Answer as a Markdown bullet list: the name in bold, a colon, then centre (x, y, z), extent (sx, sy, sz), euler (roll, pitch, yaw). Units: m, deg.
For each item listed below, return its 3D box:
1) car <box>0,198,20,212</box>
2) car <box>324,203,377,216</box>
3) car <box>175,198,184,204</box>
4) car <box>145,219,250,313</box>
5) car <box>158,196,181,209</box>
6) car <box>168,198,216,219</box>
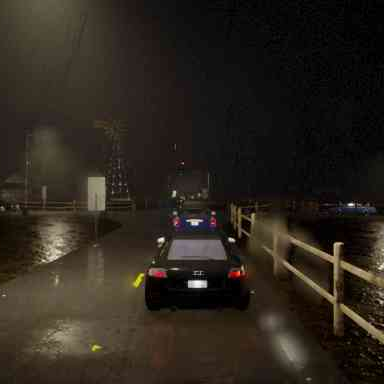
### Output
- **car**: centre (-20.263, 1.292, 34.124), extent (4.892, 1.490, 1.837), euler (1, -2, 0)
- **car**: centre (17.898, 1.951, 37.702), extent (5.357, 1.411, 2.033), euler (1, -2, 0)
- **car**: centre (-2.652, 1.898, 72.093), extent (1.895, 1.301, 4.718), euler (0, 0, 0)
- **car**: centre (0.108, 1.573, 7.785), extent (1.994, 1.385, 4.181), euler (0, 0, 0)
- **car**: centre (-3.351, 1.620, 47.489), extent (1.882, 1.535, 5.008), euler (0, 0, 9)
- **car**: centre (0.118, 1.380, 16.428), extent (2.097, 1.767, 4.553), euler (0, 0, 0)
